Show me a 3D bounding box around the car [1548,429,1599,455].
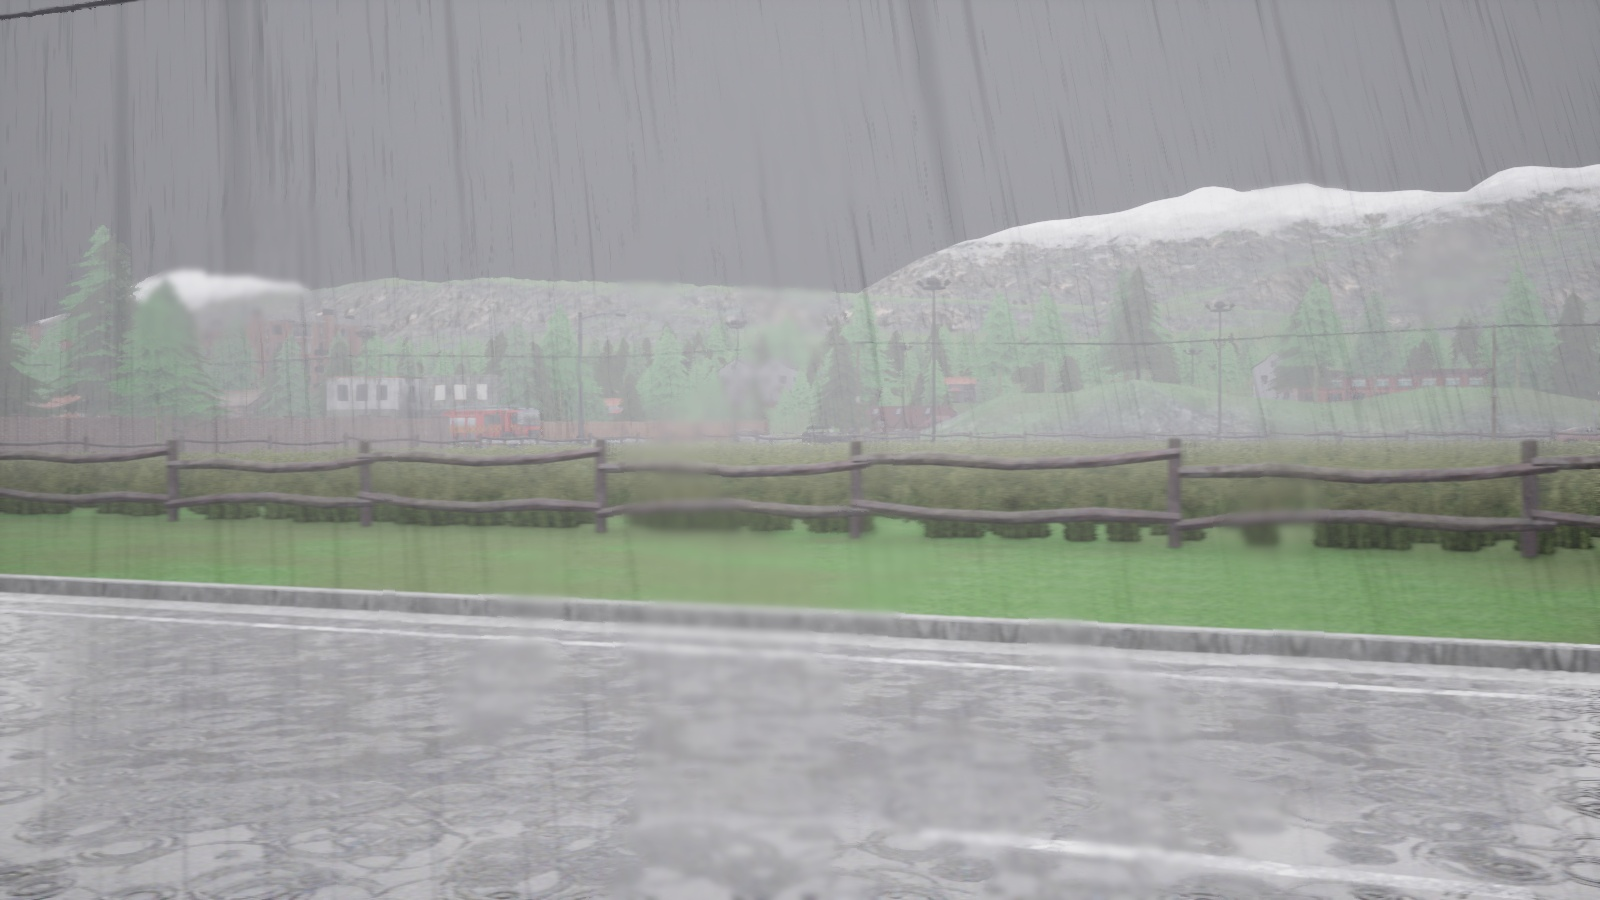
[{"bbox_3d":[52.921,-0.534,83.629,5.027,1.651,2.152,0,1,18],"label":"car"}]

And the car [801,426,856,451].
[{"bbox_3d":[2.221,-0.919,96.740,3.866,1.878,1.905,1,1,18],"label":"car"}]
